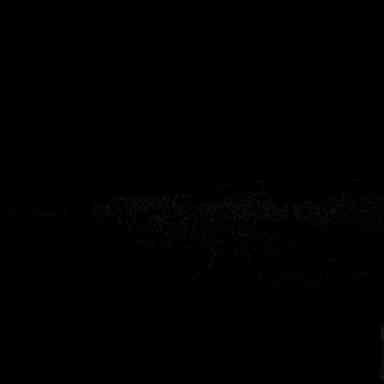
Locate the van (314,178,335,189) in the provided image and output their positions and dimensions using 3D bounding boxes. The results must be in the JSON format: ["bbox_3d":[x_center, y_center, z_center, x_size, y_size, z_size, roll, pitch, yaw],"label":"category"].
[{"bbox_3d":[23.141,-0.937,60.678,4.442,1.987,1.878,-1,4,8],"label":"van"}]

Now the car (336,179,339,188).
[{"bbox_3d":[25.867,-1.154,65.986,4.892,1.521,2.231,-1,4,8],"label":"car"}]

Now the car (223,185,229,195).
[{"bbox_3d":[3.927,0.078,61.614,4.792,1.488,2.163,-3,3,7],"label":"car"}]

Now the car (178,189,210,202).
[{"bbox_3d":[0.028,0.739,53.709,4.674,1.452,2.002,-3,3,6],"label":"car"}]

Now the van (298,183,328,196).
[{"bbox_3d":[20.064,-0.484,55.432,4.442,1.987,1.878,-1,4,9],"label":"van"}]

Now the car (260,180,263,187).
[{"bbox_3d":[14.475,-1.686,82.580,4.892,1.521,2.231,-3,3,7],"label":"car"}]

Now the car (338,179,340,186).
[{"bbox_3d":[27.292,-1.350,68.643,4.792,1.488,2.163,-1,4,8],"label":"car"}]

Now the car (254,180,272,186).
[{"bbox_3d":[19.771,-2.504,93.031,4.674,1.452,2.002,-3,3,7],"label":"car"}]

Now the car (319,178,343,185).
[{"bbox_3d":[35.297,-2.708,84.647,5.366,1.575,1.946,-1,4,7],"label":"car"}]

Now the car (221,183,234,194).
[{"bbox_3d":[5.289,-0.297,64.230,4.553,1.767,2.185,-3,3,7],"label":"car"}]

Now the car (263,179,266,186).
[{"bbox_3d":[15.799,-1.902,85.188,4.892,1.521,2.231,-3,3,7],"label":"car"}]

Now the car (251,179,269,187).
[{"bbox_3d":[18.466,-2.460,90.399,4.553,1.767,2.185,-3,3,7],"label":"car"}]

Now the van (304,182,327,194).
[{"bbox_3d":[17.452,-0.044,50.144,4.442,1.987,1.878,-1,4,9],"label":"van"}]

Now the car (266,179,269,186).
[{"bbox_3d":[17.122,-2.120,87.801,5.008,1.535,2.097,-3,3,7],"label":"car"}]

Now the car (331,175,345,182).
[{"bbox_3d":[31.438,-2.301,76.618,5.566,2.045,2.435,-1,4,7],"label":"car"}]

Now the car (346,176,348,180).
[{"bbox_3d":[36.858,-3.172,87.267,5.566,2.045,2.435,-1,3,7],"label":"car"}]

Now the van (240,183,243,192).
[{"bbox_3d":[7.762,-0.824,69.503,4.442,1.987,1.878,-3,3,7],"label":"van"}]

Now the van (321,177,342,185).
[{"bbox_3d":[34.235,-2.721,81.935,4.442,1.987,1.878,-1,3,7],"label":"van"}]

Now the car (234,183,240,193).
[{"bbox_3d":[6.573,-0.388,66.881,5.008,1.535,2.097,-3,3,7],"label":"car"}]

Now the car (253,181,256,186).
[{"bbox_3d":[11.864,-1.226,77.351,4.792,1.488,2.163,-3,3,7],"label":"car"}]

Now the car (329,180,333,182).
[{"bbox_3d":[21.576,-0.610,58.067,4.553,1.767,2.185,-1,4,8],"label":"car"}]

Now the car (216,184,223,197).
[{"bbox_3d":[2.667,0.138,58.963,4.553,1.767,2.185,-3,3,7],"label":"car"}]

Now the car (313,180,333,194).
[{"bbox_3d":[18.728,-0.288,52.787,5.566,2.045,2.435,-1,4,9],"label":"car"}]

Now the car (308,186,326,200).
[{"bbox_3d":[15.917,0.407,47.545,5.008,1.535,2.097,-1,4,9],"label":"car"}]

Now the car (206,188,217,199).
[{"bbox_3d":[1.365,0.509,56.343,4.792,1.488,2.163,-3,3,7],"label":"car"}]

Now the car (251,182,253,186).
[{"bbox_3d":[10.510,-1.037,74.742,5.008,1.535,2.097,-3,3,7],"label":"car"}]

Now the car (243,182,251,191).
[{"bbox_3d":[9.388,-0.833,72.099,5.366,1.575,1.946,-3,3,7],"label":"car"}]

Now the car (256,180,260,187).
[{"bbox_3d":[13.145,-1.470,79.973,5.008,1.535,2.097,-3,3,7],"label":"car"}]

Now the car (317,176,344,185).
[{"bbox_3d":[28.682,-1.854,71.285,5.566,2.045,2.435,-1,4,8],"label":"car"}]
